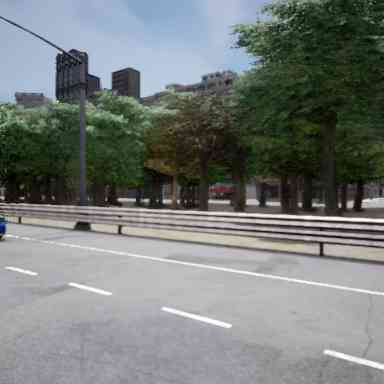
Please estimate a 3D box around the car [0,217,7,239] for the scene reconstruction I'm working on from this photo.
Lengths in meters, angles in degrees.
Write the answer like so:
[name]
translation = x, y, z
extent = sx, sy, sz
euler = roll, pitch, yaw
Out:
[car]
translation = -10.793, 1.489, 15.889
extent = 5.008, 1.535, 1.882
euler = 0, 0, 36
